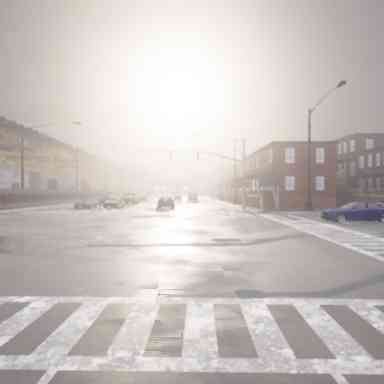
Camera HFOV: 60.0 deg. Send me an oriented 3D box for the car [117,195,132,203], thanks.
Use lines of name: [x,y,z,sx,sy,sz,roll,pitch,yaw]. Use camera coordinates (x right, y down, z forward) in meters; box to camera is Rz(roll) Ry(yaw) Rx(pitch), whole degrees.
car: [-13.831,1.338,68.294,2.128,1.511,4.902,0,0,0]

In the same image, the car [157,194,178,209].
car: [-3.293,1.234,43.241,2.097,1.767,4.553,0,0,0]

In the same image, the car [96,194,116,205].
car: [-13.929,1.205,54.264,2.097,1.767,4.553,0,0,0]

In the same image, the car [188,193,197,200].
car: [0.203,1.081,82.114,2.097,1.767,4.553,0,0,0]

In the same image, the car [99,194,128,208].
car: [-10.464,1.425,44.762,2.033,1.411,5.357,0,0,0]

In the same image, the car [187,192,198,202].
car: [0.177,1.017,71.671,2.150,2.045,5.566,0,0,0]

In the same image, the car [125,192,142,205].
car: [-10.419,1.070,55.984,2.150,2.045,5.566,0,0,1]

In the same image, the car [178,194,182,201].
car: [-3.310,1.267,77.098,1.882,1.535,5.008,0,0,0]

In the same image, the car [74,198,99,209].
car: [-13.970,1.481,43.864,1.895,1.301,4.718,0,0,0]

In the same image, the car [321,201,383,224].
car: [11.812,1.413,23.706,5.008,1.535,1.882,0,0,-1]

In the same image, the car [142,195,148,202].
car: [-10.328,1.305,69.711,1.837,1.490,4.892,0,0,0]
